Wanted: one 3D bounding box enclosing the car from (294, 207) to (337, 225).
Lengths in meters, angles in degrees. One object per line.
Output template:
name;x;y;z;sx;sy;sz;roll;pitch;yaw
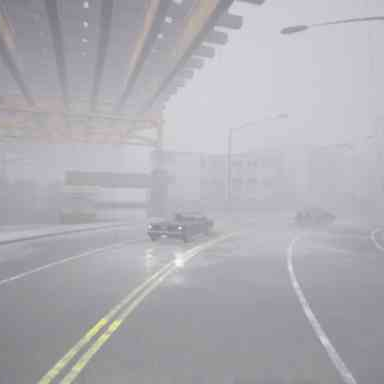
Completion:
car;10.529;1.977;28.237;2.033;1.411;5.357;0;-2;41

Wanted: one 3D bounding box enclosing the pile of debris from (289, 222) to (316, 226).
pile of debris;8.698;2.519;26.186;1.500;0.140;1.860;0;-2;37

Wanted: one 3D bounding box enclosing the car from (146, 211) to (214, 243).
car;-0.439;1.649;16.484;1.895;1.301;4.718;0;-1;21
